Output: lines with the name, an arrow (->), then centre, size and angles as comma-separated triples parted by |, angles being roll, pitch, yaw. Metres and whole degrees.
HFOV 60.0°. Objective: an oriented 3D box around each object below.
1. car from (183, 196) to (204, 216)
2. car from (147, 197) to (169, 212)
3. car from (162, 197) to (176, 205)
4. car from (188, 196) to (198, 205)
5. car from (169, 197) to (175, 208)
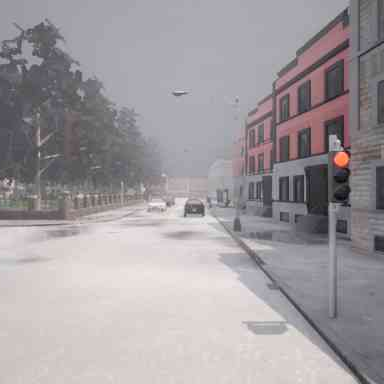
car -> 0.186, 1.477, 32.352 | 1.882, 1.535, 5.008 | 0, 0, 0
car -> -4.039, 1.526, 38.891 | 1.812, 1.442, 4.674 | 0, 0, 0
car -> -3.995, 1.547, 59.319 | 2.033, 1.411, 5.357 | 0, 0, 1
car -> 0.176, 1.525, 61.951 | 1.812, 1.442, 4.674 | 0, 0, 0
car -> -4.035, 1.601, 48.986 | 1.895, 1.301, 4.718 | 0, 0, 0
